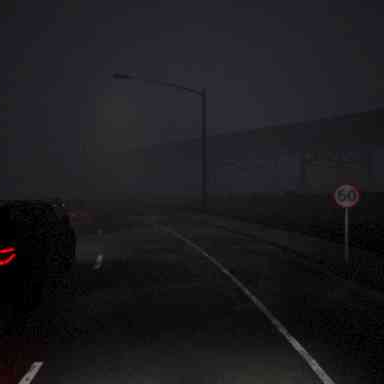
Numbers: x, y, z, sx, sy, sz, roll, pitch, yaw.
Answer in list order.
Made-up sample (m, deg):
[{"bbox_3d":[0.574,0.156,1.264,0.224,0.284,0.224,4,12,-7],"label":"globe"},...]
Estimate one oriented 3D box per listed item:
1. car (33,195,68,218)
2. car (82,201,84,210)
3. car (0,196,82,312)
[{"bbox_3d":[-12.663,1.200,29.618,2.097,1.767,4.553,-1,1,-32],"label":"car"},{"bbox_3d":[-13.530,1.265,37.051,2.128,1.511,4.902,-1,1,-35],"label":"car"},{"bbox_3d":[-4.194,1.179,7.551,2.150,2.045,5.566,0,0,-9],"label":"car"}]
